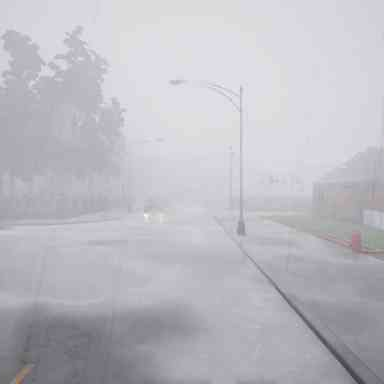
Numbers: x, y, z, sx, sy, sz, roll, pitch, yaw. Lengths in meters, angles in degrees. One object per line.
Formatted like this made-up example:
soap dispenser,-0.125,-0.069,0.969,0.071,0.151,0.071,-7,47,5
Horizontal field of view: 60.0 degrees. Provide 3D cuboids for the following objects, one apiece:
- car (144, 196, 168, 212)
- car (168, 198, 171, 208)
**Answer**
car,-4.214,1.352,37.945,2.097,1.767,4.553,0,0,0
car,-4.224,1.352,48.197,2.097,1.767,4.553,0,0,0
